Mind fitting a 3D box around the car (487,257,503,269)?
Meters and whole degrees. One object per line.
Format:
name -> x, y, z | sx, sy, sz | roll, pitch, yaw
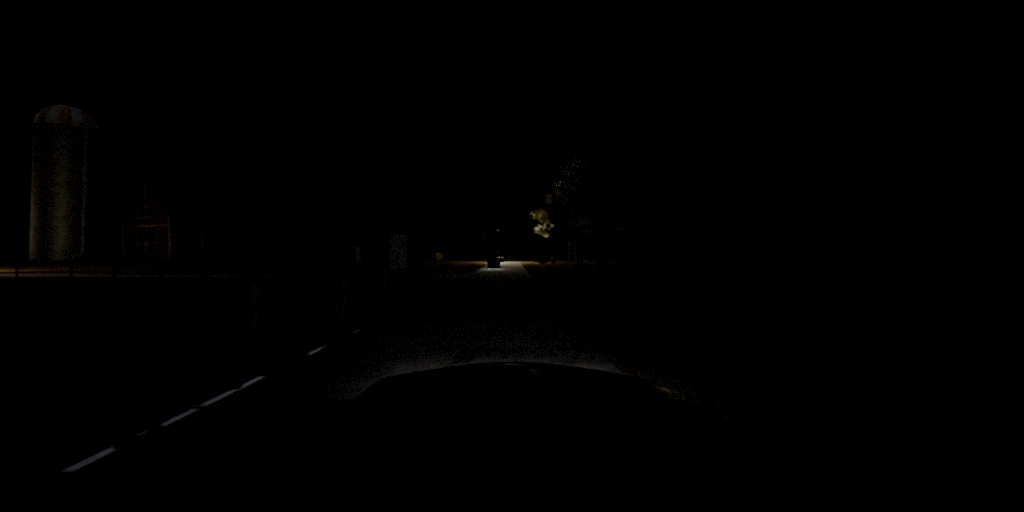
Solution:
car -> -2.753, 1.172, 54.296 | 1.837, 1.490, 4.892 | 0, 3, 0
